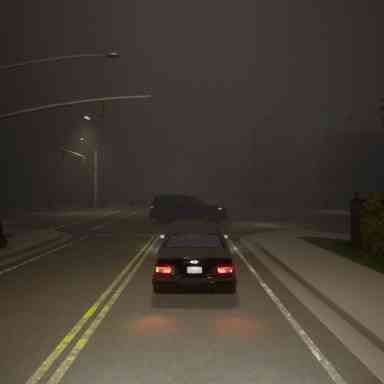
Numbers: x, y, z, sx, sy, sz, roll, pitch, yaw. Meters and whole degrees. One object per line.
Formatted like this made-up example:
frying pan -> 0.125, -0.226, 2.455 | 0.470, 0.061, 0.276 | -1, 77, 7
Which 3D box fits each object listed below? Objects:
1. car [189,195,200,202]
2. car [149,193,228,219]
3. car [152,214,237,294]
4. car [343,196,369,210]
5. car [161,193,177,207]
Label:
car -> 0.564, 1.524, 78.927 | 1.812, 1.442, 4.674 | 0, 0, 12
car -> -0.242, 1.231, 23.564 | 5.566, 2.045, 2.150 | 0, 0, 11
car -> 0.054, 1.547, 8.913 | 2.033, 1.411, 5.357 | 0, 0, 0
car -> 20.133, 1.306, 38.833 | 4.553, 1.767, 2.097 | 0, 0, -1
car -> -3.713, 1.221, 53.947 | 2.150, 2.045, 5.566 | 0, 0, 0
